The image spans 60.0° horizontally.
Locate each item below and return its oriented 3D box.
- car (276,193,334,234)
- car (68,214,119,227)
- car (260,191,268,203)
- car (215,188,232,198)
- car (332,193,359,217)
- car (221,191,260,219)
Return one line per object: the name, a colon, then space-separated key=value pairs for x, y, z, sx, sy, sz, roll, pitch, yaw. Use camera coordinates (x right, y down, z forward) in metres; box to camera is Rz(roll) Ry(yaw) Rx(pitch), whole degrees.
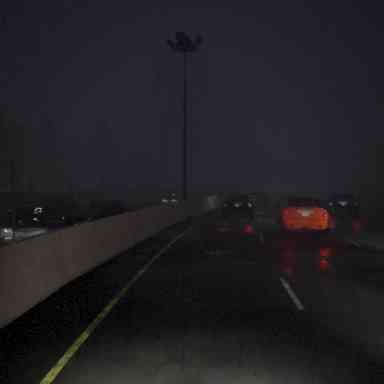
car: x=5.503 y=0.994 z=17.036 sx=2.097 sy=1.767 sz=4.553 roll=0 pitch=1 yaw=11
car: x=-5.132 y=1.139 z=18.621 sx=2.033 sy=1.411 sz=5.357 roll=0 pitch=1 yaw=11
car: x=8.380 y=0.627 z=41.787 sx=1.837 sy=1.490 sz=4.892 roll=0 pitch=2 yaw=16
car: x=5.503 y=0.122 z=58.018 sx=2.097 sy=1.767 sz=4.553 roll=0 pitch=1 yaw=16
car: x=11.028 y=0.832 z=25.063 sx=2.097 sy=1.767 sz=4.553 roll=0 pitch=1 yaw=15
car: x=3.390 y=0.856 z=23.355 sx=2.097 sy=1.767 sz=4.553 roll=0 pitch=1 yaw=14
